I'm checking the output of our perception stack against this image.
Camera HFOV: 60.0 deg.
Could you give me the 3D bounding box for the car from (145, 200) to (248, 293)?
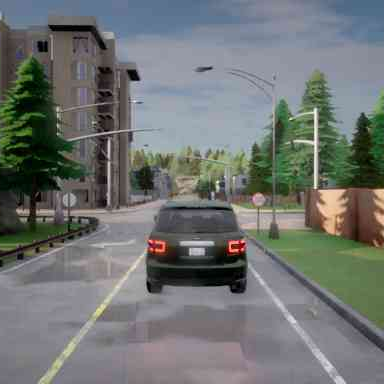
[{"bbox_3d":[0.098,1.221,8.979,2.150,2.045,5.566,0,0,0],"label":"car"}]
